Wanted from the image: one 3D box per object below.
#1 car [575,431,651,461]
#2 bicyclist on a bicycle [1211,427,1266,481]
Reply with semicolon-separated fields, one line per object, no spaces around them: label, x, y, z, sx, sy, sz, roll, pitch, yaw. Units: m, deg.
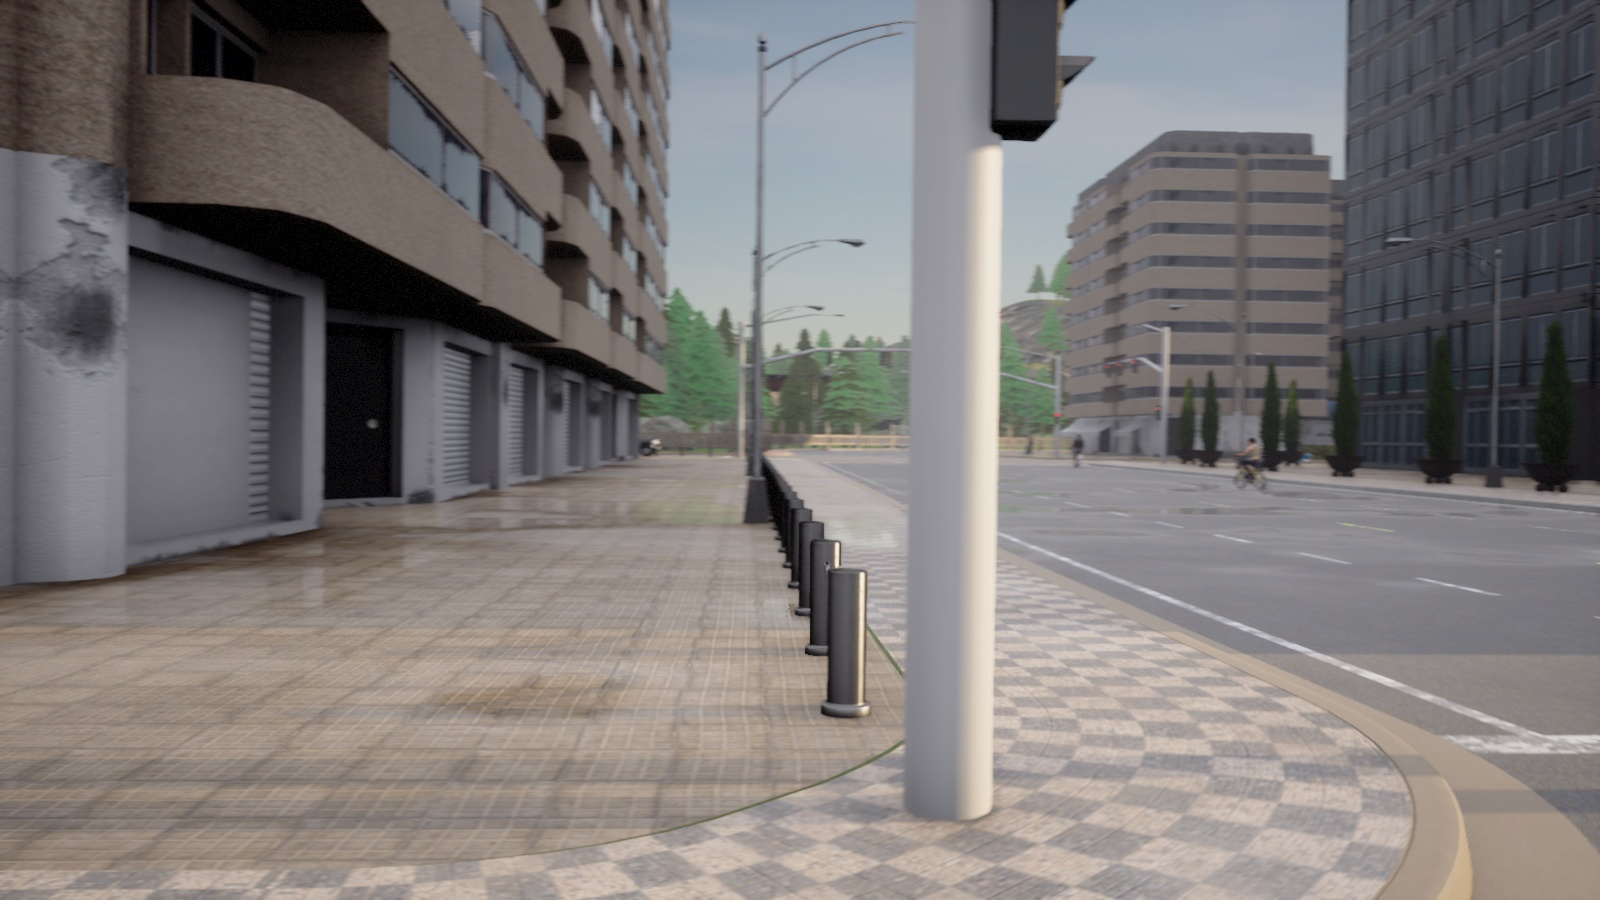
car;-11.964;-0.283;80.533;4.605;1.855;1.932;0;1;-3
bicyclist on a bicycle;13.409;0.104;38.456;0.866;1.612;1.509;-1;1;-16
